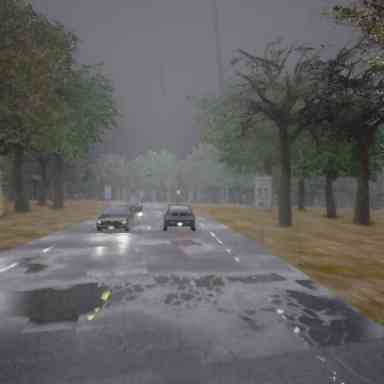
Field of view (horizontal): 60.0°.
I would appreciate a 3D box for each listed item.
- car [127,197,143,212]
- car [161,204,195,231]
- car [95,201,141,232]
[{"bbox_3d":[-6.727,1.359,38.285,2.097,1.767,4.553,0,0,-9],"label":"car"},{"bbox_3d":[-0.860,1.490,20.638,1.837,1.490,4.892,0,0,-5],"label":"car"},{"bbox_3d":[-4.539,1.534,20.479,2.033,1.411,5.357,0,0,-5],"label":"car"}]
